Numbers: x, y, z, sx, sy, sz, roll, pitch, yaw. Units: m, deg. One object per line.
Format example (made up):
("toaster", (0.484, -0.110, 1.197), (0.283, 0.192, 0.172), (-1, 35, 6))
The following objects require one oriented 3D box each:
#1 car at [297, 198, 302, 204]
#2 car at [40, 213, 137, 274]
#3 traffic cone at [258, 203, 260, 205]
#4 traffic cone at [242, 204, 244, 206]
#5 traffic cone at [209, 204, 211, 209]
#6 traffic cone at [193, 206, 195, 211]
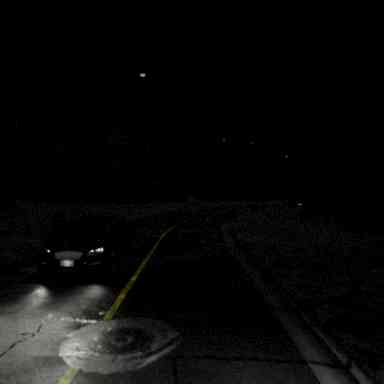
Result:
("car", (21.440, 1.431, 61.432), (4.674, 1.442, 1.812), (0, 0, -37))
("car", (-3.005, 1.471, 10.570), (2.128, 1.511, 4.902), (0, 0, 1))
("traffic cone", (11.129, 1.864, 55.207), (0.340, 0.580, 0.340), (0, 0, 42))
("traffic cone", (7.829, 1.865, 51.149), (0.340, 0.580, 0.340), (0, 0, 37))
("traffic cone", (2.334, 1.873, 42.258), (0.340, 0.580, 0.340), (0, 0, 27))
("traffic cone", (0.180, 1.880, 37.491), (0.340, 0.580, 0.340), (0, 0, 22))
